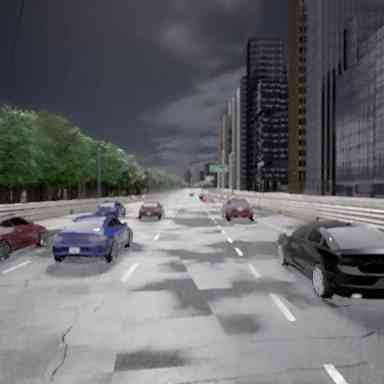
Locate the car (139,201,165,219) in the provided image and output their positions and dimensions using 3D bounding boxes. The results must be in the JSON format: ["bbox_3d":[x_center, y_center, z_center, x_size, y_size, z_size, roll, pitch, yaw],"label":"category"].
[{"bbox_3d":[-3.400,1.515,28.410,1.812,1.442,4.674,0,0,0],"label":"car"}]

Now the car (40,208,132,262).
[{"bbox_3d":[-3.389,1.518,11.895,1.812,1.442,4.674,0,0,0],"label":"car"}]

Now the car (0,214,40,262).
[{"bbox_3d":[-6.890,1.518,11.891,1.812,1.442,4.674,0,0,0],"label":"car"}]

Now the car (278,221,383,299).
[{"bbox_3d":[3.609,1.471,8.484,1.882,1.535,5.008,0,0,0],"label":"car"}]

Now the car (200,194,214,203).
[{"bbox_3d":[3.362,1.327,68.985,2.097,1.767,4.553,0,0,0],"label":"car"}]

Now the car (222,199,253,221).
[{"bbox_3d":[3.602,1.340,27.041,2.097,1.767,4.553,0,0,0],"label":"car"}]

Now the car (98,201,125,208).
[{"bbox_3d":[-6.900,1.515,28.451,1.812,1.442,4.674,0,0,0],"label":"car"}]
